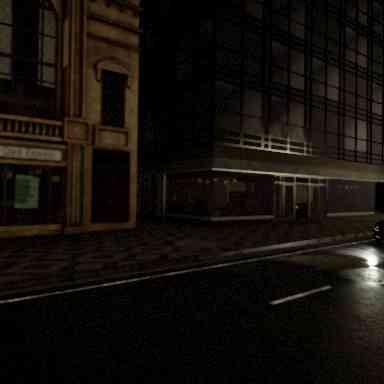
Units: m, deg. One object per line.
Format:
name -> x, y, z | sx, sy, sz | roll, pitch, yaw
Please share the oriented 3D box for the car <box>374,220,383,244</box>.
car -> 10.038, 1.480, 14.840 | 5.008, 1.535, 1.882 | 0, 0, -35
